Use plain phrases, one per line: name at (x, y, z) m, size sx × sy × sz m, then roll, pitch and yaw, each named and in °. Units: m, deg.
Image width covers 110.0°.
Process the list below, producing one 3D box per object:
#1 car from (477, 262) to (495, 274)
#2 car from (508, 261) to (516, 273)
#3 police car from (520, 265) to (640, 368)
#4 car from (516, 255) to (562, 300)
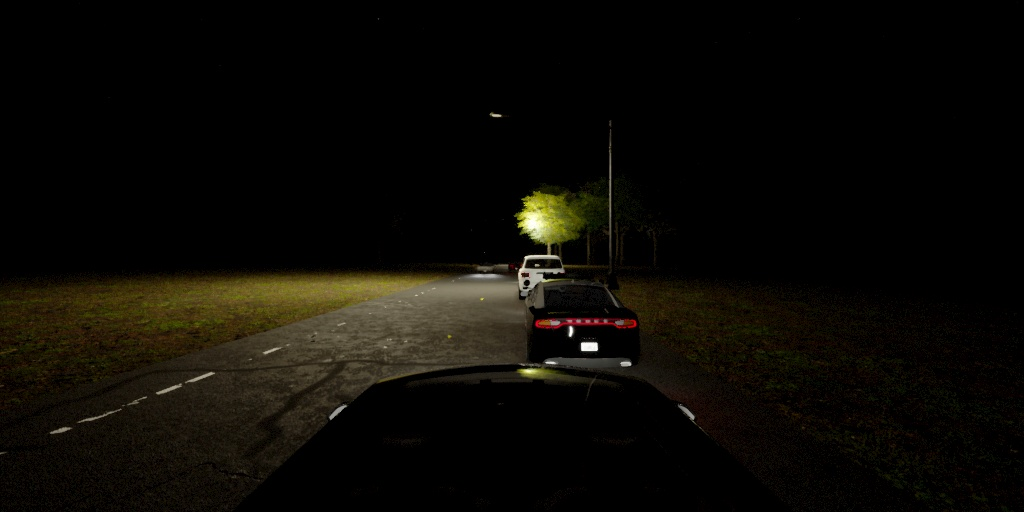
car at (-3.011, 1.411, 42.203) m, size 1.895 × 1.301 × 4.718 m, roll 0°, pitch 0°, yaw 0°
car at (0.532, 1.342, 45.786) m, size 1.812 × 1.442 × 4.674 m, roll 0°, pitch 0°, yaw 0°
police car at (1.228, 1.175, 8.015) m, size 1.930 × 1.638 × 5.238 m, roll 0°, pitch 0°, yaw 1°
car at (1.409, 0.988, 17.960) m, size 2.150 × 2.045 × 5.566 m, roll 0°, pitch 0°, yaw 1°
